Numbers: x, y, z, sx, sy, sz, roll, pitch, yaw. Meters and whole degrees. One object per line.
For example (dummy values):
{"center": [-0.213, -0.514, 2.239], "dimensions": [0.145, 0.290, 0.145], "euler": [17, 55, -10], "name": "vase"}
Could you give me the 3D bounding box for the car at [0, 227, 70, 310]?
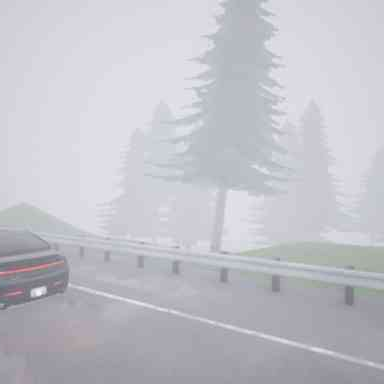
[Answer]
{"center": [-4.711, 1.546, 7.352], "dimensions": [4.892, 1.490, 1.837], "euler": [0, 0, 36], "name": "car"}
